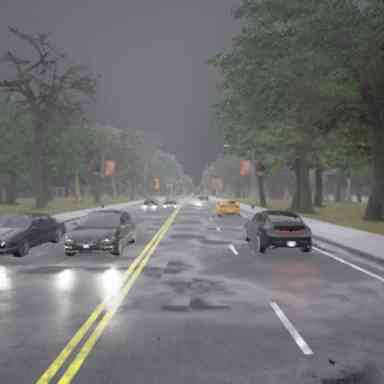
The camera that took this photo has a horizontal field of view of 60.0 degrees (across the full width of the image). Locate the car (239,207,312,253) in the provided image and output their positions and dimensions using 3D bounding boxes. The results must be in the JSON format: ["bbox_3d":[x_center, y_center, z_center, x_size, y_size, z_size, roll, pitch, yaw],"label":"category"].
[{"bbox_3d":[3.322,1.478,13.543,1.837,1.490,4.892,0,0,0],"label":"car"}]

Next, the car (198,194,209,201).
[{"bbox_3d":[2.979,1.247,81.043,2.097,1.767,4.553,0,0,0],"label":"car"}]

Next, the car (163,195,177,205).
[{"bbox_3d":[-3.546,1.267,55.229,2.097,1.767,4.553,0,0,0],"label":"car"}]

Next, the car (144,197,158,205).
[{"bbox_3d":[-6.794,1.516,54.992,1.895,1.301,4.718,0,0,0],"label":"car"}]

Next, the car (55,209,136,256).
[{"bbox_3d":[-3.375,1.479,13.011,1.837,1.490,4.892,0,0,0],"label":"car"}]

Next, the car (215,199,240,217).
[{"bbox_3d":[3.238,1.422,30.737,1.882,1.535,5.008,0,0,0],"label":"car"}]

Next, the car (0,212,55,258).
[{"bbox_3d":[-6.624,1.522,12.990,2.033,1.411,5.357,0,0,0],"label":"car"}]

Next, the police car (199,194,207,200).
[{"bbox_3d":[3.007,1.396,92.064,2.038,1.542,4.974,0,0,0],"label":"police car"}]
